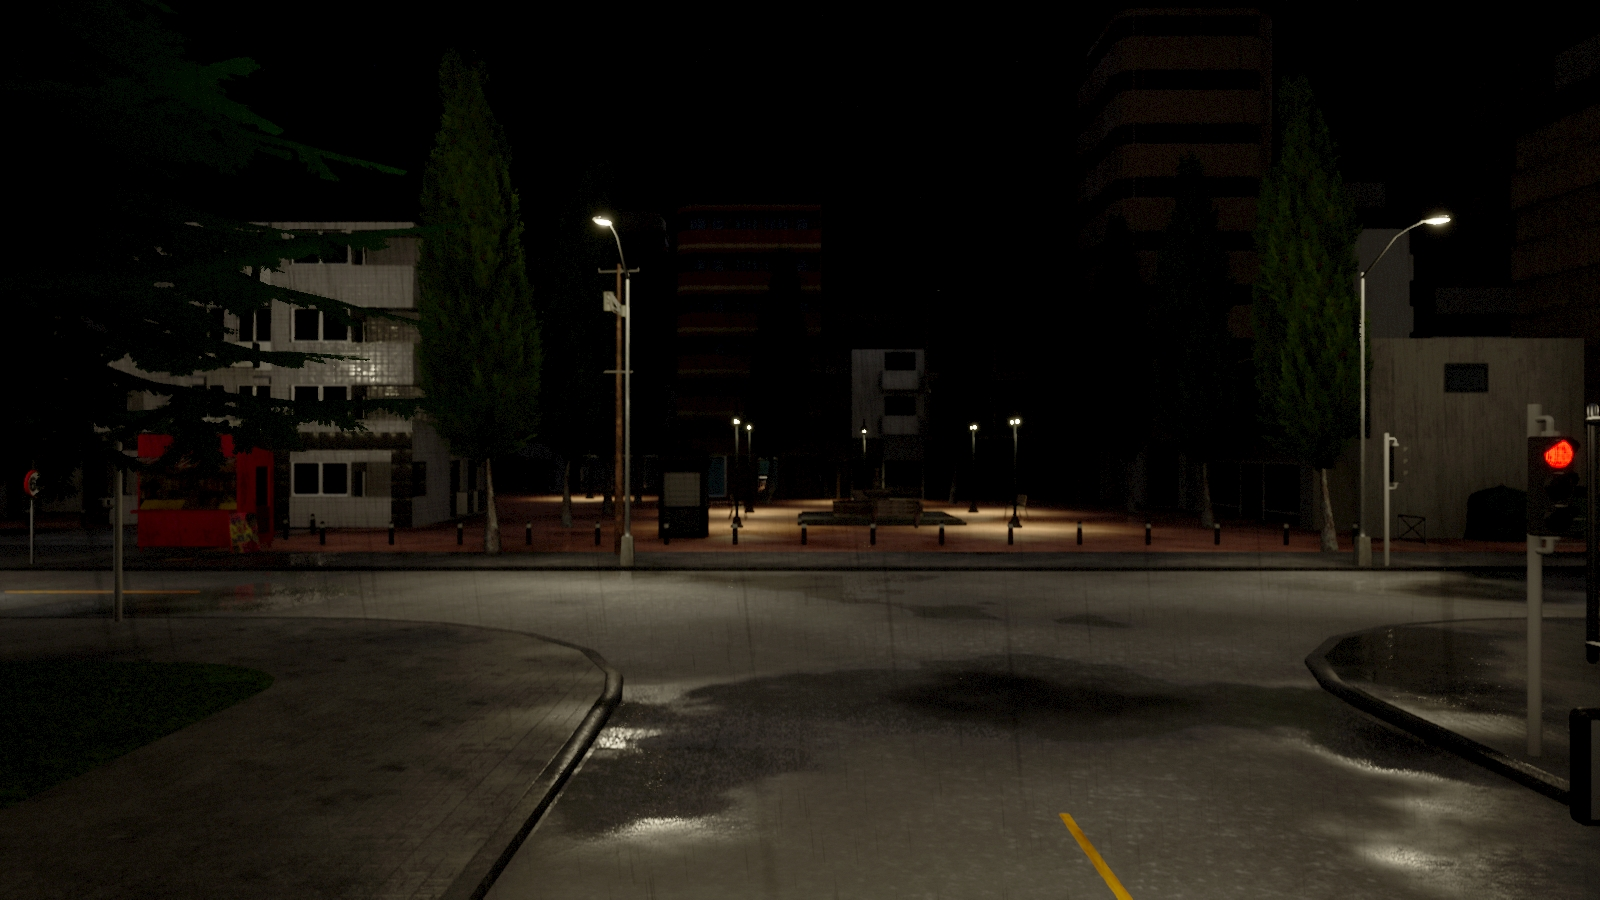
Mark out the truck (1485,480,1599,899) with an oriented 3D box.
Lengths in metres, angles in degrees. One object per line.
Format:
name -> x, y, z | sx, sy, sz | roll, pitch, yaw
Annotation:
truck -> 4.017, 1.351, 1.921 | 2.627, 2.467, 5.204 | 0, 0, 0
